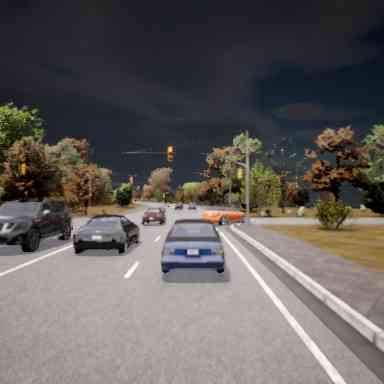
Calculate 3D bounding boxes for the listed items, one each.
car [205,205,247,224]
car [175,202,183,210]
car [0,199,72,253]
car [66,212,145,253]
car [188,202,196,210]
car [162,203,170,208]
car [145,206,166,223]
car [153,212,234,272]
[{"bbox_3d":[2.938,1.944,28.684,2.097,1.767,4.553,-2,-3,42],"label":"car"},{"bbox_3d":[-3.510,3.924,86.288,1.837,1.490,4.892,0,0,0],"label":"car"},{"bbox_3d":[-7.068,1.323,14.491,2.150,2.045,5.566,0,-1,0],"label":"car"},{"bbox_3d":[-3.437,1.657,14.068,1.994,1.385,4.181,0,-1,0],"label":"car"},{"bbox_3d":[-0.010,3.779,86.259,2.097,1.767,4.553,0,0,0],"label":"car"},{"bbox_3d":[-7.015,3.650,90.445,1.895,1.301,4.718,0,0,0],"label":"car"},{"bbox_3d":[-3.430,2.208,30.477,1.812,1.442,4.674,0,-3,0],"label":"car"},{"bbox_3d":[0.040,1.591,10.881,2.033,1.411,5.357,0,-1,0],"label":"car"}]
